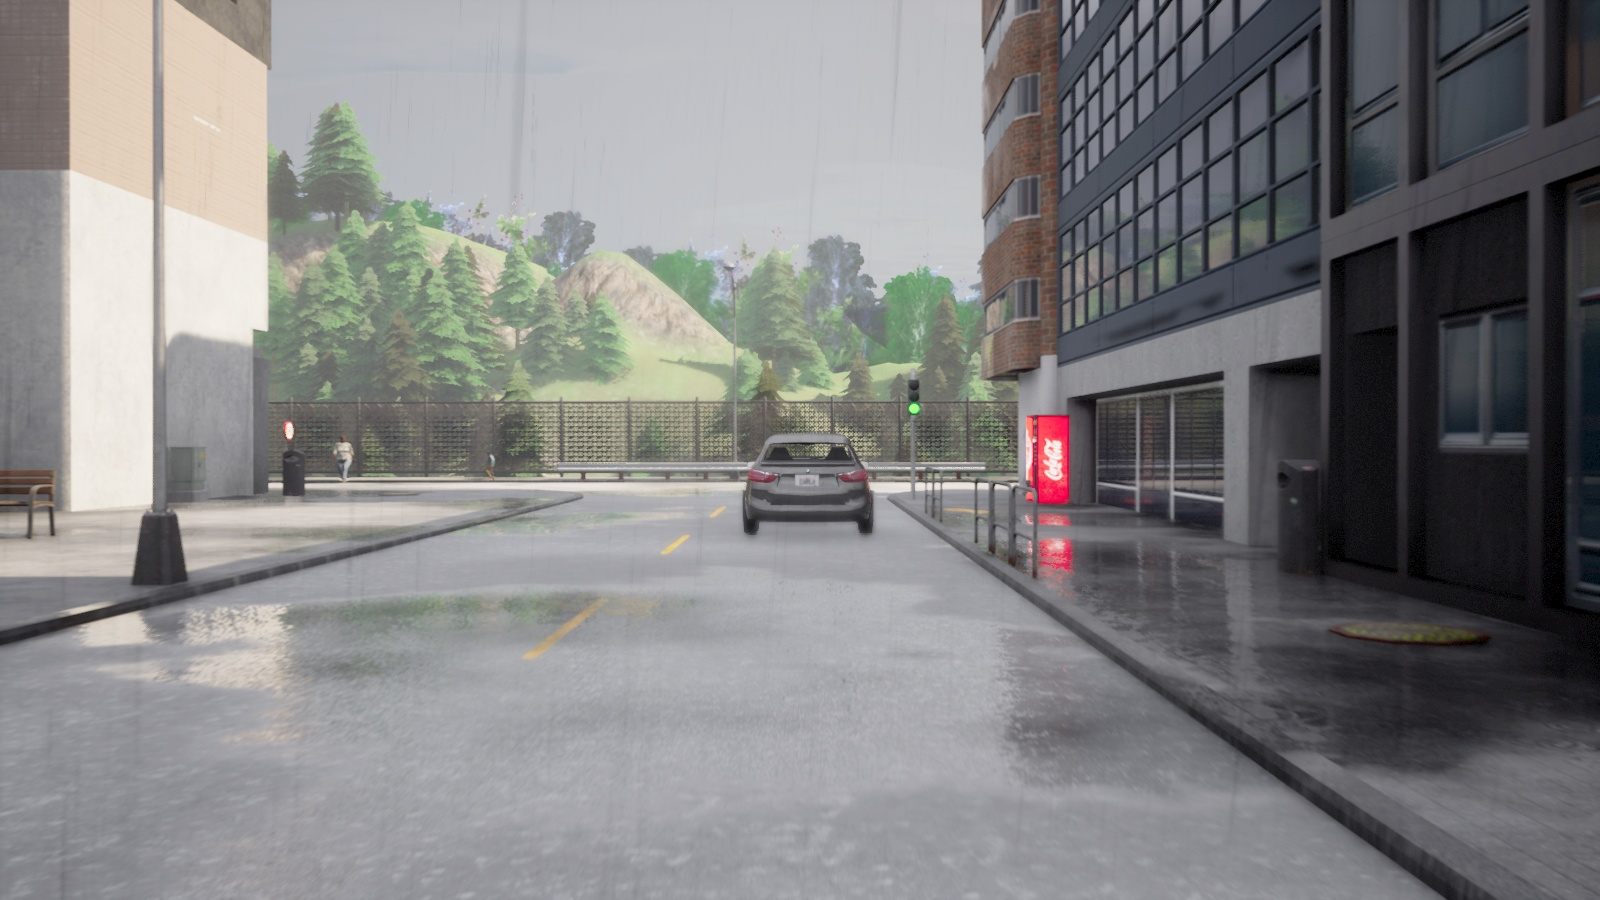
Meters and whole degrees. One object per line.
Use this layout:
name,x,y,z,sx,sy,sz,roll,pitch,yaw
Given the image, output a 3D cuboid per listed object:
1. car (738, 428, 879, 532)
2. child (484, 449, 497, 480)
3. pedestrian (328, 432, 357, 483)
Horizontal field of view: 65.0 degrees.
car,0.141,0.465,22.301,2.242,1.667,4.611,0,0,0
child,-11.797,0.557,47.842,0.448,1.192,0.343,0,0,-7
pedestrian,-16.759,0.274,46.032,0.874,1.855,0.900,0,0,-11
